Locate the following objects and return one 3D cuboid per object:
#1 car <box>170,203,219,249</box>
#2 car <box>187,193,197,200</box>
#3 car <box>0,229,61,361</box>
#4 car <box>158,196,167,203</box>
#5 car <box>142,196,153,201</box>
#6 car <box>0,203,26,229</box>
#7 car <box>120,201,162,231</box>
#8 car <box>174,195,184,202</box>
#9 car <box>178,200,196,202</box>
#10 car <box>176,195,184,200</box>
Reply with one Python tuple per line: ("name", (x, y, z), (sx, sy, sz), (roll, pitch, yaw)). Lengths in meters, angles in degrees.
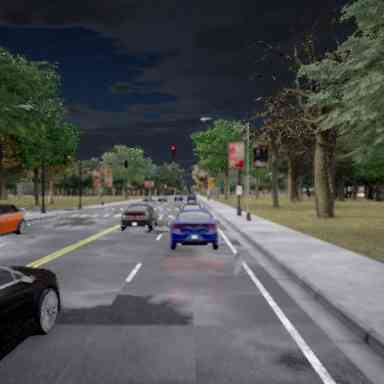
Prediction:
("car", (0.098, 1.483, 14.568), (1.882, 1.535, 5.008), (0, 0, 0))
("car", (-0.031, 1.296, 80.267), (2.150, 2.045, 5.566), (0, 0, 0))
("car", (-3.147, 1.490, 3.784), (2.128, 1.511, 4.902), (0, 0, 0))
("car", (-6.528, 1.540, 74.024), (1.882, 1.535, 5.008), (0, 0, 0))
("car", (-9.778, 1.615, 74.023), (1.994, 1.385, 4.181), (0, 0, 0))
("car", (-9.845, 1.358, 15.726), (2.097, 1.767, 4.553), (0, 0, 0))
("car", (-3.158, 1.513, 20.678), (1.837, 1.490, 4.892), (0, 0, 0))
("car", (-3.281, 1.549, 80.235), (1.882, 1.535, 5.008), (0, 0, 0))
("car", (0.010, 1.536, 24.528), (1.812, 1.442, 4.674), (0, 0, 0))
("car", (-3.285, 1.509, 90.651), (2.033, 1.411, 5.357), (0, 0, 0))
